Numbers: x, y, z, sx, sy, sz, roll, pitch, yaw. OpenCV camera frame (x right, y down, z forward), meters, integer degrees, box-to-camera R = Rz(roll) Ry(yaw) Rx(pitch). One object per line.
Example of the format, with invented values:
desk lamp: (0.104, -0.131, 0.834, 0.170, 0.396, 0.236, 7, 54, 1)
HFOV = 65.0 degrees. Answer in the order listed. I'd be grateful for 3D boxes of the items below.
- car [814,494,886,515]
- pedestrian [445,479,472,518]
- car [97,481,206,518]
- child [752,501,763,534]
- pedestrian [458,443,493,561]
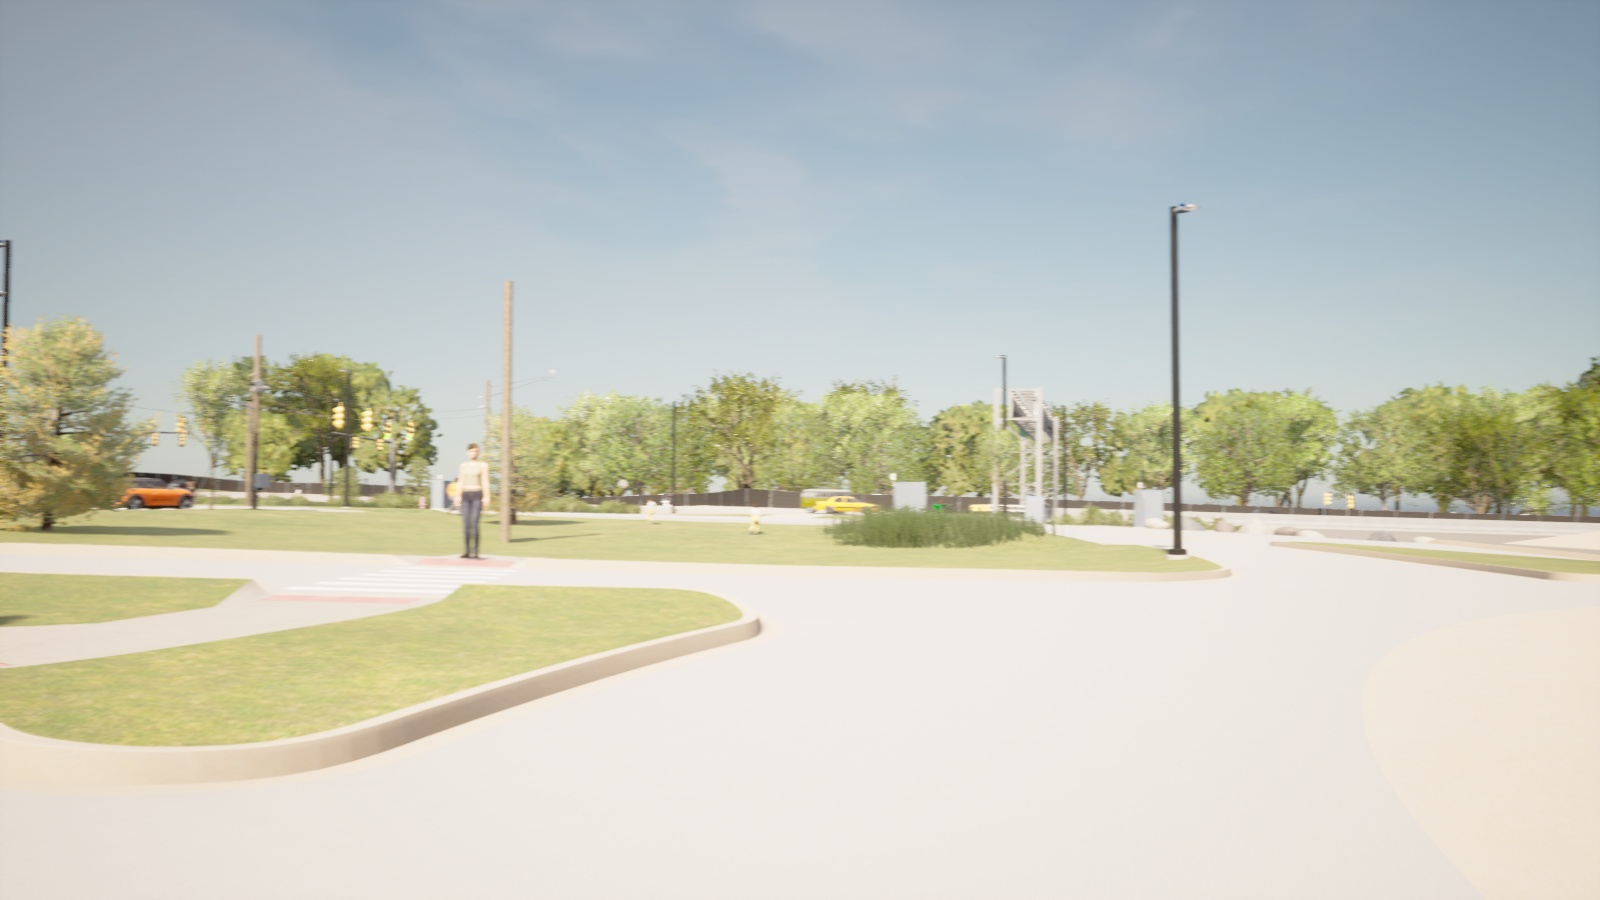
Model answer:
car: (3.939, 4.259, 98.519, 5.366, 1.575, 1.801, 0, -2, 14)
pedestrian: (-16.373, 2.328, 60.252, 0.900, 1.855, 0.874, -2, -3, 36)
car: (-31.817, 2.430, 61.788, 2.097, 1.767, 4.553, -1, -2, 19)
child: (-1.609, 2.569, 47.769, 0.270, 1.263, 0.437, -1, -3, 17)
pedestrian: (-5.145, 0.828, 19.922, 0.345, 1.836, 0.594, -1, -3, 6)
